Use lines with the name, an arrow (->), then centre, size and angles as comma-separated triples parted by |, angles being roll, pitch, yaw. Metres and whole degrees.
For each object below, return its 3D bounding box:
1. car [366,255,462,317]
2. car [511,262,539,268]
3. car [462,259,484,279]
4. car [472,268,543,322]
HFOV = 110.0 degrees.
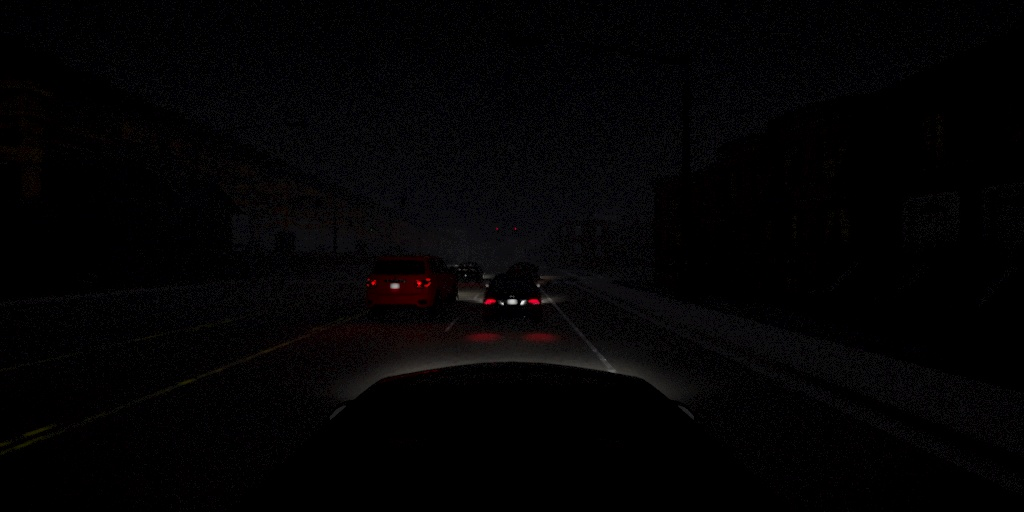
car -> -3.469, 0.979, 13.368 | 2.150, 2.045, 5.566 | 0, 0, 0
car -> 1.126, 1.242, 30.464 | 1.882, 1.535, 5.008 | -1, 0, 16
car -> -3.458, 1.256, 29.462 | 2.128, 1.511, 4.902 | 0, 0, 1
car -> 0.021, 1.303, 12.301 | 2.033, 1.411, 5.357 | 0, 0, 0
